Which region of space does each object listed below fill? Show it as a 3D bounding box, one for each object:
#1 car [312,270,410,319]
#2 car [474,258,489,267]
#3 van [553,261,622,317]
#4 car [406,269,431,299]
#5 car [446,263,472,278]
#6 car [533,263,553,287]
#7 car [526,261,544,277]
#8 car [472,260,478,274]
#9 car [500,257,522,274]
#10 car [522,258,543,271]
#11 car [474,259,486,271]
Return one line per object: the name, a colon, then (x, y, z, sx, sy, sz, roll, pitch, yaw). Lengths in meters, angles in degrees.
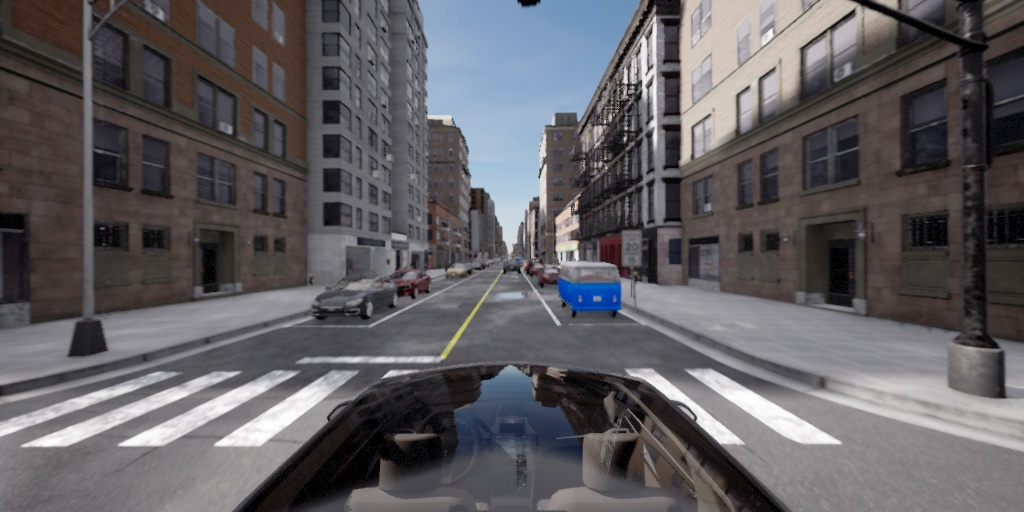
car: (-5.389, 1.360, 12.884, 2.007, 1.370, 4.403, 0, 0, 0)
car: (-5.384, 1.237, 58.339, 2.192, 1.841, 5.009, 0, 0, 0)
van: (2.636, 1.098, 12.892, 1.690, 1.789, 3.998, 0, 0, 0)
car: (-5.388, 1.371, 18.566, 1.888, 1.381, 4.507, 0, 0, 0)
car: (-5.386, 1.397, 35.442, 1.751, 1.417, 4.829, 0, 0, 0)
car: (2.637, 1.372, 24.254, 1.802, 1.307, 4.207, 0, 0, 0)
car: (2.638, 1.402, 35.618, 1.802, 1.307, 4.207, 0, 0, 0)
car: (-5.386, 1.451, 41.294, 1.948, 1.339, 4.313, 0, 0, 0)
car: (-0.004, 1.205, 42.578, 2.097, 1.767, 4.553, 0, 0, 0)
car: (2.639, 1.147, 41.299, 2.192, 1.841, 5.009, 0, 0, 0)
car: (-5.385, 1.476, 52.658, 1.948, 1.339, 4.313, 0, 0, 0)
